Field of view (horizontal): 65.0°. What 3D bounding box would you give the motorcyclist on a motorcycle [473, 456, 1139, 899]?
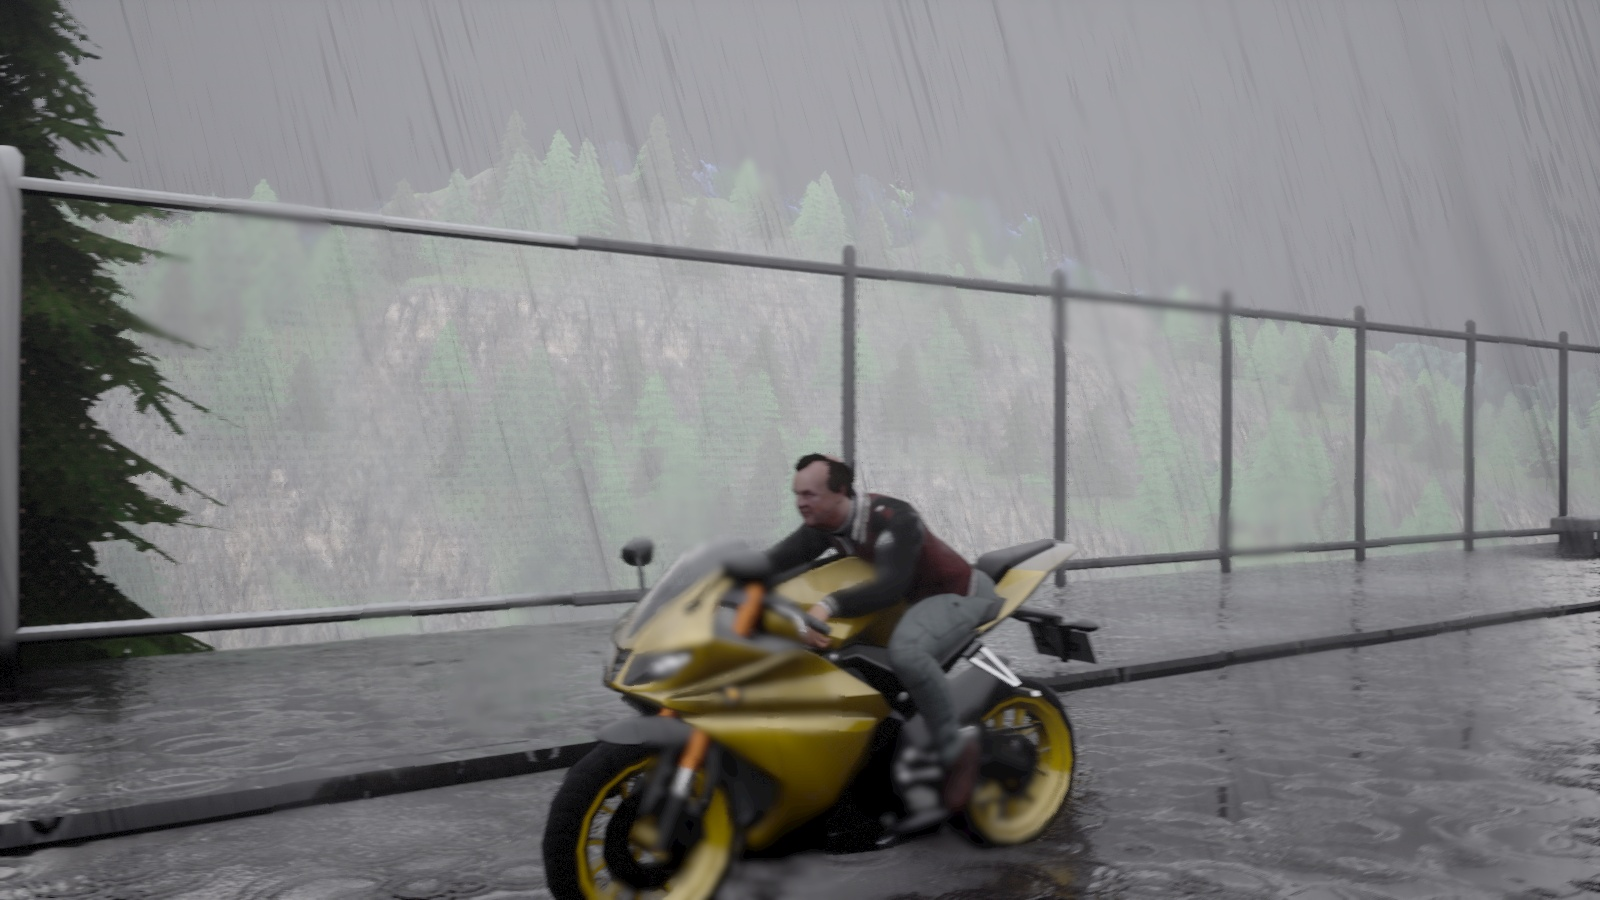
[{"bbox_3d":[0.091,0.790,4.324,2.191,1.530,0.866,0,0,-35],"label":"motorcyclist on a motorcycle"}]
